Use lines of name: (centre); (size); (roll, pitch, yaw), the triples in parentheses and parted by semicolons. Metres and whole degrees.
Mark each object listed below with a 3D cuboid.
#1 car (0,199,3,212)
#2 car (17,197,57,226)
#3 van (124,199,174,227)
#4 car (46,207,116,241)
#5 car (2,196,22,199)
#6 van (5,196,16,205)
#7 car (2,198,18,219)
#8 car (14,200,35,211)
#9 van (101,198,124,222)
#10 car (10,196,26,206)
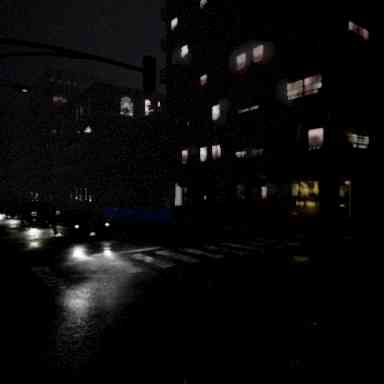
car: (-23.005, 1.903, 40.937); (1.895, 1.301, 4.718); (-1, 0, -36)
car: (-11.208, 1.494, 24.628); (2.097, 1.767, 4.553); (-1, 0, -36)
van: (-2.900, 1.385, 23.020); (1.690, 1.788, 3.998); (-2, 1, -36)
car: (-5.940, 1.672, 17.385); (1.895, 1.301, 4.718); (-1, 0, -36)
car: (-30.623, 1.921, 56.775); (1.837, 1.490, 4.892); (-1, 0, -37)
van: (-41.992, 1.928, 76.771); (1.690, 1.788, 3.998); (-2, 1, -36)
car: (-16.695, 1.693, 32.189); (1.882, 1.535, 5.008); (-1, 0, -36)
car: (-24.041, 1.888, 47.711); (1.994, 1.385, 4.181); (-1, 0, -36)
van: (-6.158, 1.428, 27.500); (1.690, 1.788, 3.998); (-2, 1, -36)
car: (-35.477, 1.808, 67.812); (2.192, 1.841, 5.009); (-2, 1, -36)
